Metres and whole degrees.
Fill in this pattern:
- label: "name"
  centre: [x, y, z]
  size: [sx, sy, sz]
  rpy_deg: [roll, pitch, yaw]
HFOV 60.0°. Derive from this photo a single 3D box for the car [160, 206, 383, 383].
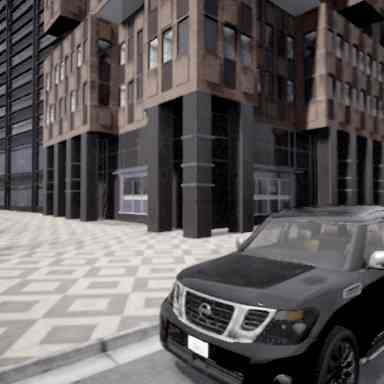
- label: "car"
  centre: [2.165, 1.286, 5.311]
  size: [5.566, 2.045, 2.150]
  rpy_deg: [0, -1, -40]
